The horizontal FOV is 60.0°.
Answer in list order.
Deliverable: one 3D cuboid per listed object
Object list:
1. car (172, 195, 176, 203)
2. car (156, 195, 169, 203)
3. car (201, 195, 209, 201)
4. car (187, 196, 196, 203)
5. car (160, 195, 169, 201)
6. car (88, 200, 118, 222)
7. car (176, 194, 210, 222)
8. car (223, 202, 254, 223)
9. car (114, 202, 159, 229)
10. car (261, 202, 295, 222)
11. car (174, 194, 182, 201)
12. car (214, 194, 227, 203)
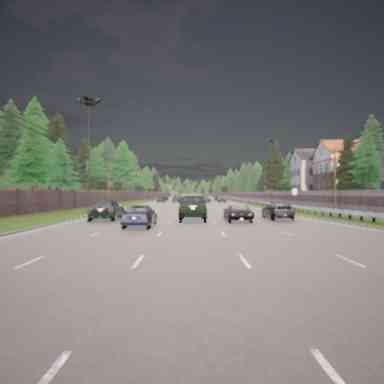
[{"bbox_3d":[-3.600,1.735,76.745,2.128,1.511,4.902,0,0,0],"label":"car"},{"bbox_3d":[-7.100,1.735,76.740,2.128,1.511,4.902,0,0,0],"label":"car"},{"bbox_3d":[3.386,1.620,87.174,2.033,1.411,5.357,0,0,0],"label":"car"},{"bbox_3d":[-0.100,1.749,76.749,2.033,1.411,5.357,0,0,0],"label":"car"},{"bbox_3d":[-7.114,1.580,87.161,1.837,1.490,4.892,0,0,0],"label":"car"},{"bbox_3d":[-6.935,1.430,27.307,2.097,1.767,4.553,0,0,0],"label":"car"},{"bbox_3d":[0.065,1.298,26.895,2.150,2.045,5.566,0,0,0],"label":"car"},{"bbox_3d":[3.566,1.675,26.173,1.895,1.301,4.718,0,0,0],"label":"car"},{"bbox_3d":[-3.430,1.611,22.141,2.033,1.411,5.357,0,0,0],"label":"car"},{"bbox_3d":[7.063,1.570,27.570,2.128,1.511,4.902,0,0,0],"label":"car"},{"bbox_3d":[-3.614,1.435,87.136,2.097,1.767,4.553,0,0,0],"label":"car"},{"bbox_3d":[6.899,1.807,77.205,1.895,1.301,4.718,0,0,0],"label":"car"}]
